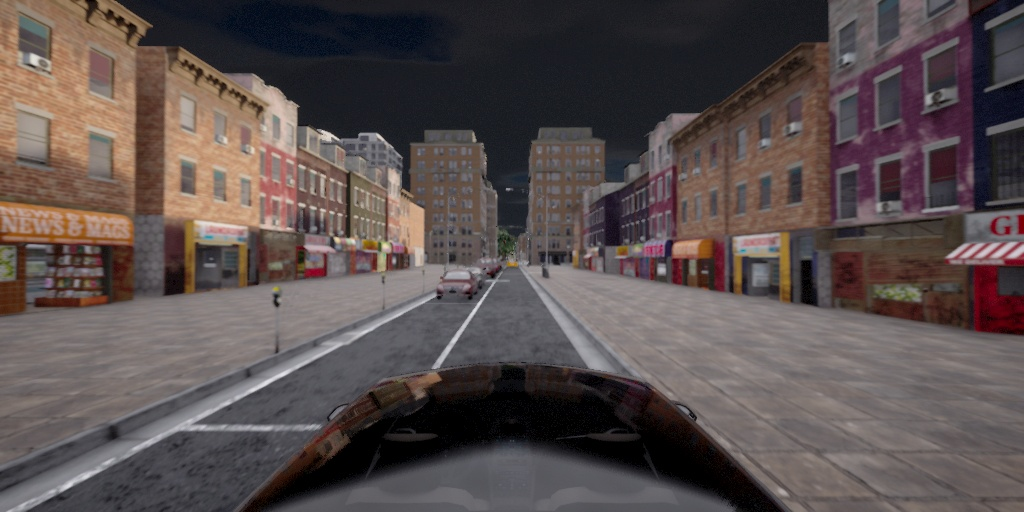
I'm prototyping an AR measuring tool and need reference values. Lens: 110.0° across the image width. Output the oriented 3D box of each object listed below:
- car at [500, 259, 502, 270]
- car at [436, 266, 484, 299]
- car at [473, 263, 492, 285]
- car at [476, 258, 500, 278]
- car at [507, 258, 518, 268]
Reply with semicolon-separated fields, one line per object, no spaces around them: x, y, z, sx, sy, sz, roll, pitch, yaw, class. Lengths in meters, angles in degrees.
-2.629;1.178;46.070;2.192;1.841;5.009;0;0;0;car
-2.635;1.359;18.003;1.802;1.307;4.207;0;0;0;car
-2.634;1.340;23.616;2.007;1.370;4.403;0;0;0;car
-2.631;1.137;34.843;2.192;1.841;5.009;0;0;0;car
0.013;1.424;64.419;1.882;1.535;5.008;0;0;0;car
